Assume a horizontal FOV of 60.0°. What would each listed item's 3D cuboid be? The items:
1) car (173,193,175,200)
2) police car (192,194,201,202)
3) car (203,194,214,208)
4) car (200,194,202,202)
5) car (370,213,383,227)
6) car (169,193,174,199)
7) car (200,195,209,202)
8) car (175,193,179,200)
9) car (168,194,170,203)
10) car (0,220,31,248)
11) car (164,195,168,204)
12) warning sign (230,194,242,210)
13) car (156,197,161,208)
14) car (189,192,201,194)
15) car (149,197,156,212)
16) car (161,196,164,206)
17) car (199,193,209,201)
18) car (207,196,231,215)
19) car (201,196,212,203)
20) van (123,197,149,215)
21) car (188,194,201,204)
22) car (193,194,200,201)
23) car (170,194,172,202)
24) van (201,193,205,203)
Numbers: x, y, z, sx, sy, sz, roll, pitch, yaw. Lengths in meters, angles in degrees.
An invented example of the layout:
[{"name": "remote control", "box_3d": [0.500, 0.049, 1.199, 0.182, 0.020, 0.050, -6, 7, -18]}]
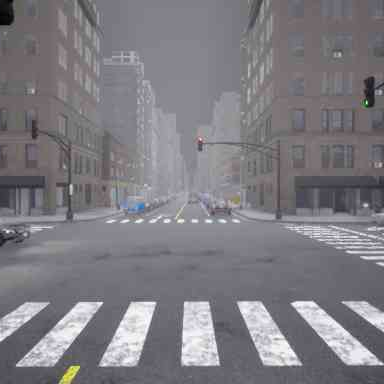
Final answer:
[{"name": "car", "box_3d": [-5.539, 1.518, 78.528, 1.752, 1.417, 4.829, 0, 0, 0]}, {"name": "police car", "box_3d": [1.119, 1.418, 79.417, 1.930, 1.638, 5.238, 0, 0, -1]}, {"name": "car", "box_3d": [2.847, 1.441, 44.657, 1.967, 1.590, 4.097, 0, 0, 0]}, {"name": "car", "box_3d": [2.918, 1.524, 61.835, 1.752, 1.417, 4.829, 0, 0, 0]}, {"name": "car", "box_3d": [13.747, 1.614, 20.656, 4.718, 1.301, 1.895, 0, 0, 0]}, {"name": "car", "box_3d": [-5.562, 1.540, 73.029, 1.887, 1.381, 4.507, 0, 0, 0]}, {"name": "car", "box_3d": [2.987, 1.433, 78.673, 1.967, 1.590, 4.097, 0, 0, 0]}, {"name": "car", "box_3d": [-5.492, 1.303, 90.035, 2.192, 1.841, 5.009, 0, 0, 0]}, {"name": "car", "box_3d": [-5.609, 1.524, 61.523, 1.752, 1.417, 4.829, 0, 0, 0]}, {"name": "car", "box_3d": [-9.241, 1.512, 13.823, 4.674, 1.442, 1.812, 0, 0, 0]}, {"name": "car", "box_3d": [-5.632, 1.566, 56.025, 1.947, 1.339, 4.313, 0, 0, 0]}, {"name": "warning sign", "box_3d": [5.226, 1.116, 39.303, 1.300, 1.860, 1.060, 0, 0, 0]}, {"name": "car", "box_3d": [-5.678, 1.567, 44.689, 1.947, 1.339, 4.313, 0, 0, 0]}, {"name": "car", "box_3d": [0.296, 1.035, 72.923, 2.150, 2.045, 5.566, 0, 0, 0]}, {"name": "car", "box_3d": [-5.702, 1.441, 39.020, 1.967, 1.590, 4.097, 0, 0, 0]}, {"name": "car", "box_3d": [-5.655, 1.583, 50.357, 1.802, 1.307, 4.206, 0, 0, 0]}, {"name": "car", "box_3d": [3.010, 1.305, 84.342, 2.192, 1.841, 5.009, 0, 0, 0]}, {"name": "car", "box_3d": [2.801, 1.441, 33.319, 1.967, 1.590, 4.097, 0, 0, 0]}, {"name": "car", "box_3d": [2.940, 1.548, 67.335, 2.008, 1.369, 4.403, 0, 0, 0]}, {"name": "van", "box_3d": [-5.725, 1.341, 33.352, 1.690, 1.788, 3.998, 0, 0, 0]}, {"name": "car", "box_3d": [0.255, 1.563, 62.890, 1.994, 1.385, 4.181, 0, 0, 0]}, {"name": "car", "box_3d": [1.151, 1.444, 89.511, 1.801, 1.575, 5.366, 0, 0, 0]}, {"name": "car", "box_3d": [-5.585, 1.563, 67.362, 1.947, 1.339, 4.313, 0, 0, 0]}, {"name": "van", "box_3d": [2.893, 1.341, 55.996, 1.690, 1.788, 3.998, 0, 0, 0]}]
